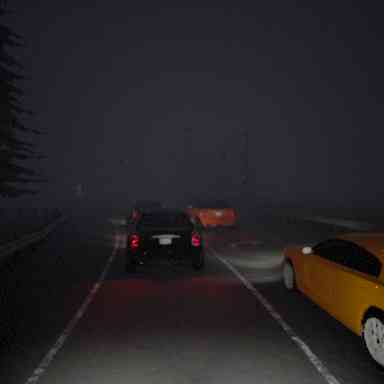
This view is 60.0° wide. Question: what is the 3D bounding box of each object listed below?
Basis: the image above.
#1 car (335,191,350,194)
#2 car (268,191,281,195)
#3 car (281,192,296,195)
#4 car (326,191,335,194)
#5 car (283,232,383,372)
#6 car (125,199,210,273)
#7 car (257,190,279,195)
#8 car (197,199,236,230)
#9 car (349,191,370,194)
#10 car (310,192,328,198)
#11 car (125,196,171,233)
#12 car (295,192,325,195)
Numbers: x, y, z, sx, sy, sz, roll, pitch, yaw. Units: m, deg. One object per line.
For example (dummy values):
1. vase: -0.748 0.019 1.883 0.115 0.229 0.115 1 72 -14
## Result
1. car: 36.453 0.602 77.854 4.553 1.767 2.097 0 1 -31
2. car: 19.955 0.907 73.854 4.718 1.301 1.895 0 1 -21
3. car: 22.187 0.833 70.950 4.892 1.490 1.837 0 1 -21
4. car: 34.006 0.584 80.434 4.553 1.767 2.097 0 1 -31
5. car: 3.127 1.421 5.625 1.882 1.535 5.008 0 1 -4
6. car: -0.949 1.259 10.615 2.097 1.767 4.553 0 1 -8
7. car: 17.667 0.515 76.731 5.566 2.045 2.150 0 1 -21
8. car: 0.930 1.177 19.450 2.097 1.767 4.553 0 1 -13
9. car: 38.519 0.794 75.021 4.902 1.511 2.128 0 1 -31
10. car: 31.759 0.761 83.148 4.181 1.385 1.994 0 1 -31
11. car: -2.689 1.184 19.374 2.097 1.767 4.553 0 1 -14
12. car: 24.228 0.951 67.983 4.718 1.301 1.895 0 1 -21
